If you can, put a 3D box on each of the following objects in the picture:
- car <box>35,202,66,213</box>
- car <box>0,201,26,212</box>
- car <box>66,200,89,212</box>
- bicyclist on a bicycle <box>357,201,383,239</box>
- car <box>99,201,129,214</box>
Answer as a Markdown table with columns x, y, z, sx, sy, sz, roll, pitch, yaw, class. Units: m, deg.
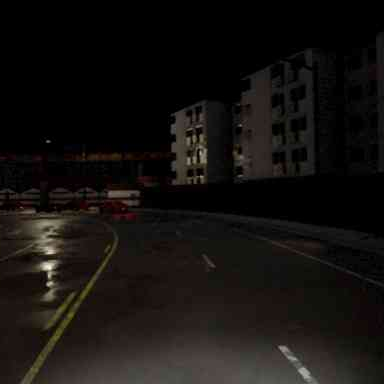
| x | y | z | sx | sy | sz | roll | pitch | yaw | class |
| --- | --- | --- | --- | --- | --- | --- | --- | --- | --- |
| -19.360 | 2.076 | 44.726 | 4.181 | 1.385 | 1.994 | -1 | 0 | 40 | car |
| -27.201 | 2.154 | 49.829 | 5.008 | 1.535 | 1.882 | -1 | 0 | 26 | car |
| -16.634 | 1.946 | 47.222 | 5.008 | 1.535 | 1.882 | -1 | 0 | 38 | car |
| 7.801 | 1.204 | 14.245 | 1.656 | 1.620 | 0.582 | -1 | 0 | -8 | bicyclist on a bicycle |
| -9.446 | 1.788 | 39.903 | 1.882 | 1.535 | 5.008 | -1 | 0 | -40 | car |
